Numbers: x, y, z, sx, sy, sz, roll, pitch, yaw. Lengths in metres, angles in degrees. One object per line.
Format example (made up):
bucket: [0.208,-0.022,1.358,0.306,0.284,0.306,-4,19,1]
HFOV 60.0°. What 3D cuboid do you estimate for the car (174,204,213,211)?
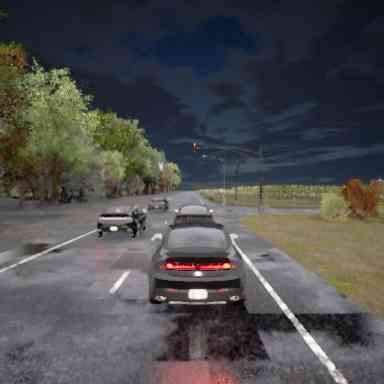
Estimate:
car: [0.100,1.336,17.180,1.882,1.535,5.008,0,0,0]

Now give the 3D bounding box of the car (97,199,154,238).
car: [-3.403,1.353,16.874,2.128,1.511,4.902,0,1,0]

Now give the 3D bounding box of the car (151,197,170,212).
car: [-3.406,1.208,34.561,2.128,1.511,4.902,0,1,0]

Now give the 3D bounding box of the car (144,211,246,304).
car: [0.098,1.438,7.936,1.837,1.490,4.892,0,0,0]
